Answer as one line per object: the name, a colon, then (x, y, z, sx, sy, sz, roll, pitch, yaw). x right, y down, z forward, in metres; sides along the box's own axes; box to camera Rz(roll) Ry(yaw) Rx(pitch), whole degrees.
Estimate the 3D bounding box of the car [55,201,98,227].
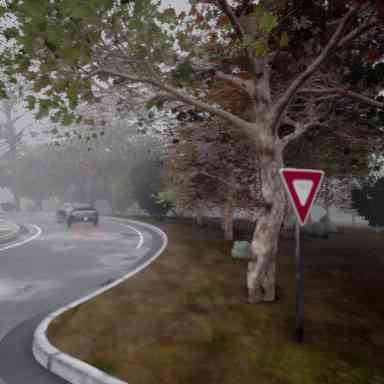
car: (-7.632, 1.366, 21.798, 2.128, 1.511, 4.902, 0, 0, -33)
